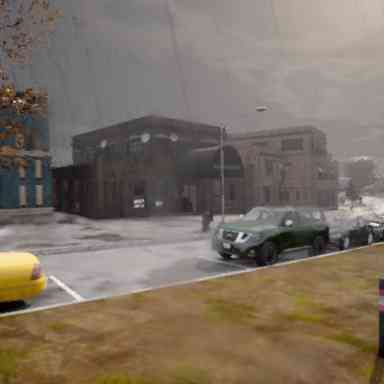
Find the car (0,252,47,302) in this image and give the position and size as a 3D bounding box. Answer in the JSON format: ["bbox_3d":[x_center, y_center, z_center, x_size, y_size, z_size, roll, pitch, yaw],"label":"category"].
[{"bbox_3d":[-5.644,1.591,6.144,5.366,1.575,1.946,2,1,-34],"label":"car"}]

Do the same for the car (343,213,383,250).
[{"bbox_3d":[7.548,1.924,16.793,4.892,1.521,2.231,2,1,-42],"label":"car"}]

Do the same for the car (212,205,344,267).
[{"bbox_3d":[3.319,1.555,13.093,5.566,2.045,2.435,2,1,-40],"label":"car"}]
